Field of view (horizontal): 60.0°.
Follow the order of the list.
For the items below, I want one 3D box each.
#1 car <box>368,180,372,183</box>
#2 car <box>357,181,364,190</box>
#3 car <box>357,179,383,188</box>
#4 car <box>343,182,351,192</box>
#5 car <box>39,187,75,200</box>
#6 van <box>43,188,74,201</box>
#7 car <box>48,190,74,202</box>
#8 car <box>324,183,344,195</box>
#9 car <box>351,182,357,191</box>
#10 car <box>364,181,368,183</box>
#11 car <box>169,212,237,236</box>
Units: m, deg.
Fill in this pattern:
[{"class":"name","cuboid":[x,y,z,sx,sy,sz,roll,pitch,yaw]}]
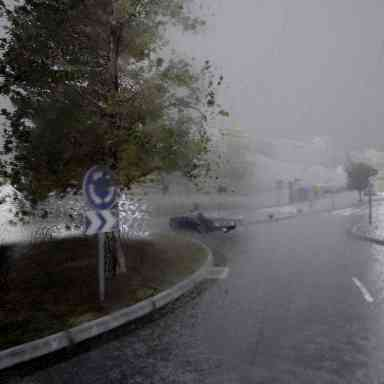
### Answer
[{"class":"car","cuboid":[35.415,-1.484,69.320,4.892,1.521,2.231,-3,2,24]},{"class":"car","cuboid":[29.236,-0.897,63.002,5.008,1.535,2.097,-3,2,26]},{"class":"car","cuboid":[39.443,-1.867,73.636,4.892,1.521,2.231,-3,2,23]},{"class":"car","cuboid":[25.020,-0.495,58.882,4.892,1.521,2.231,-3,2,27]},{"class":"car","cuboid":[-24.315,0.188,60.083,5.566,2.045,2.435,-1,5,-43]},{"class":"van","cuboid":[-23.018,0.410,57.448,4.442,1.987,1.878,-1,4,-43]},{"class":"car","cuboid":[-21.916,0.836,54.634,5.008,1.535,2.097,-1,4,-43]},{"class":"car","cuboid":[22.850,-0.261,56.873,4.792,1.488,2.163,-3,2,27]},{"class":"car","cuboid":[27.137,-0.657,60.943,4.674,1.452,2.002,-3,1,26]},{"class":"car","cuboid":[31.275,-1.218,65.105,4.553,1.767,2.185,-3,1,25]},{"class":"car","cuboid":[0.503,1.859,20.509,1.895,1.301,4.718,0,-1,-36]}]
